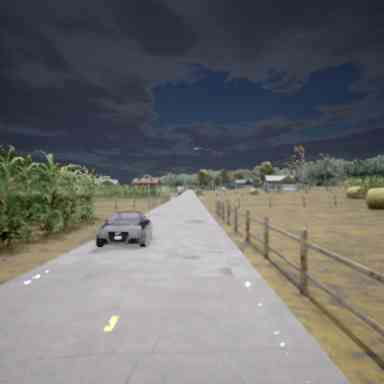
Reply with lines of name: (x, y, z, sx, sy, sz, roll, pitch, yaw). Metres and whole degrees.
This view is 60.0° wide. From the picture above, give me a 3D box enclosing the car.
car: (-2.871, 1.578, 14.856, 1.994, 1.385, 4.181, 0, 0, -1)
